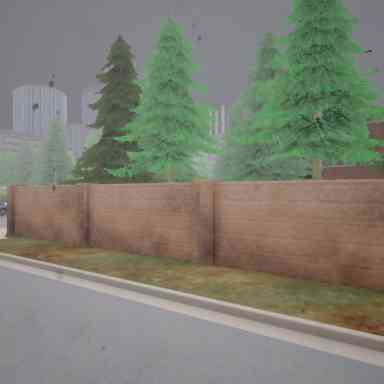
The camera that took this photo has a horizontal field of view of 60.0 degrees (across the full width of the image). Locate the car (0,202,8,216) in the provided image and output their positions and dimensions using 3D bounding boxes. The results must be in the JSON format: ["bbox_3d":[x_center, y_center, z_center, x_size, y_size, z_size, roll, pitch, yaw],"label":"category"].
[{"bbox_3d":[-17.472,1.526,33.034,1.812,1.442,4.674,0,0,35],"label":"car"}]
